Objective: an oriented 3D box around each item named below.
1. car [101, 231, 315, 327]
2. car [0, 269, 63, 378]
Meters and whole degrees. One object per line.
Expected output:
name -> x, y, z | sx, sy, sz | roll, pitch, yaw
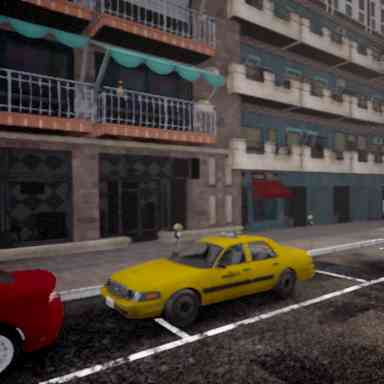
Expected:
car -> 0.585, 1.533, 6.992 | 4.829, 1.417, 1.752 | 0, -1, -35
car -> -3.889, 1.543, 3.800 | 4.507, 1.381, 1.887 | 0, -1, -35
